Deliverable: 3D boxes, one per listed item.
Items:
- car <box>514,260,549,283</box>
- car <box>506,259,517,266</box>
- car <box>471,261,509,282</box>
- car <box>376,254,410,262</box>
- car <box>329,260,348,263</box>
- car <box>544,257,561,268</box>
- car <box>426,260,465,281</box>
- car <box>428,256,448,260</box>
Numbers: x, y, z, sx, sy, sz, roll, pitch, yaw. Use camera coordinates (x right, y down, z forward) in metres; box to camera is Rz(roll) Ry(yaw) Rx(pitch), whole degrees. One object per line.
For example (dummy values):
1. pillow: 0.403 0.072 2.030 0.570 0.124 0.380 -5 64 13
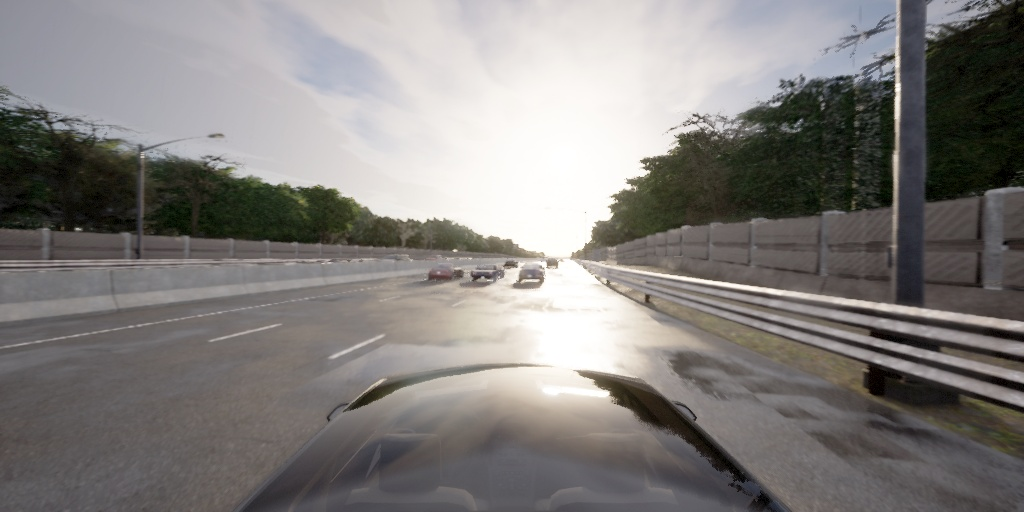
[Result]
1. car: 1.626 1.291 28.186 1.812 1.442 4.674 1 0 9
2. car: -0.095 1.251 62.435 1.837 1.490 4.892 1 0 9
3. car: -1.824 1.328 28.774 1.895 1.301 4.718 1 0 9
4. car: -13.961 0.816 42.174 2.150 2.045 5.566 1 0 9
5. car: -20.986 1.120 42.567 1.895 1.301 4.718 1 0 9
6. car: 7.381 1.176 64.936 2.097 1.767 4.553 1 0 9
7. car: -5.285 1.254 29.287 1.994 1.385 4.181 1 0 9
8. car: -11.409 1.125 58.157 1.837 1.490 4.892 1 0 9
